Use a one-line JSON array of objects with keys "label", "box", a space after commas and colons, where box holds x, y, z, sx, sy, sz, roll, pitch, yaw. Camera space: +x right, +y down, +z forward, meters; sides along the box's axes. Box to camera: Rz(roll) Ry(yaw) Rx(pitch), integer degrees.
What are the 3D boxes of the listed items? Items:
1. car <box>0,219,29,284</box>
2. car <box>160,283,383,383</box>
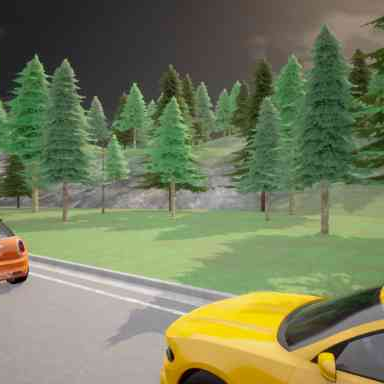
[{"label": "car", "box": [-6.136, 1.352, 8.342, 4.553, 1.767, 2.097, 0, 0, 35]}, {"label": "car", "box": [1.990, 1.478, 2.571, 5.008, 1.535, 1.882, 0, 0, 35]}]
